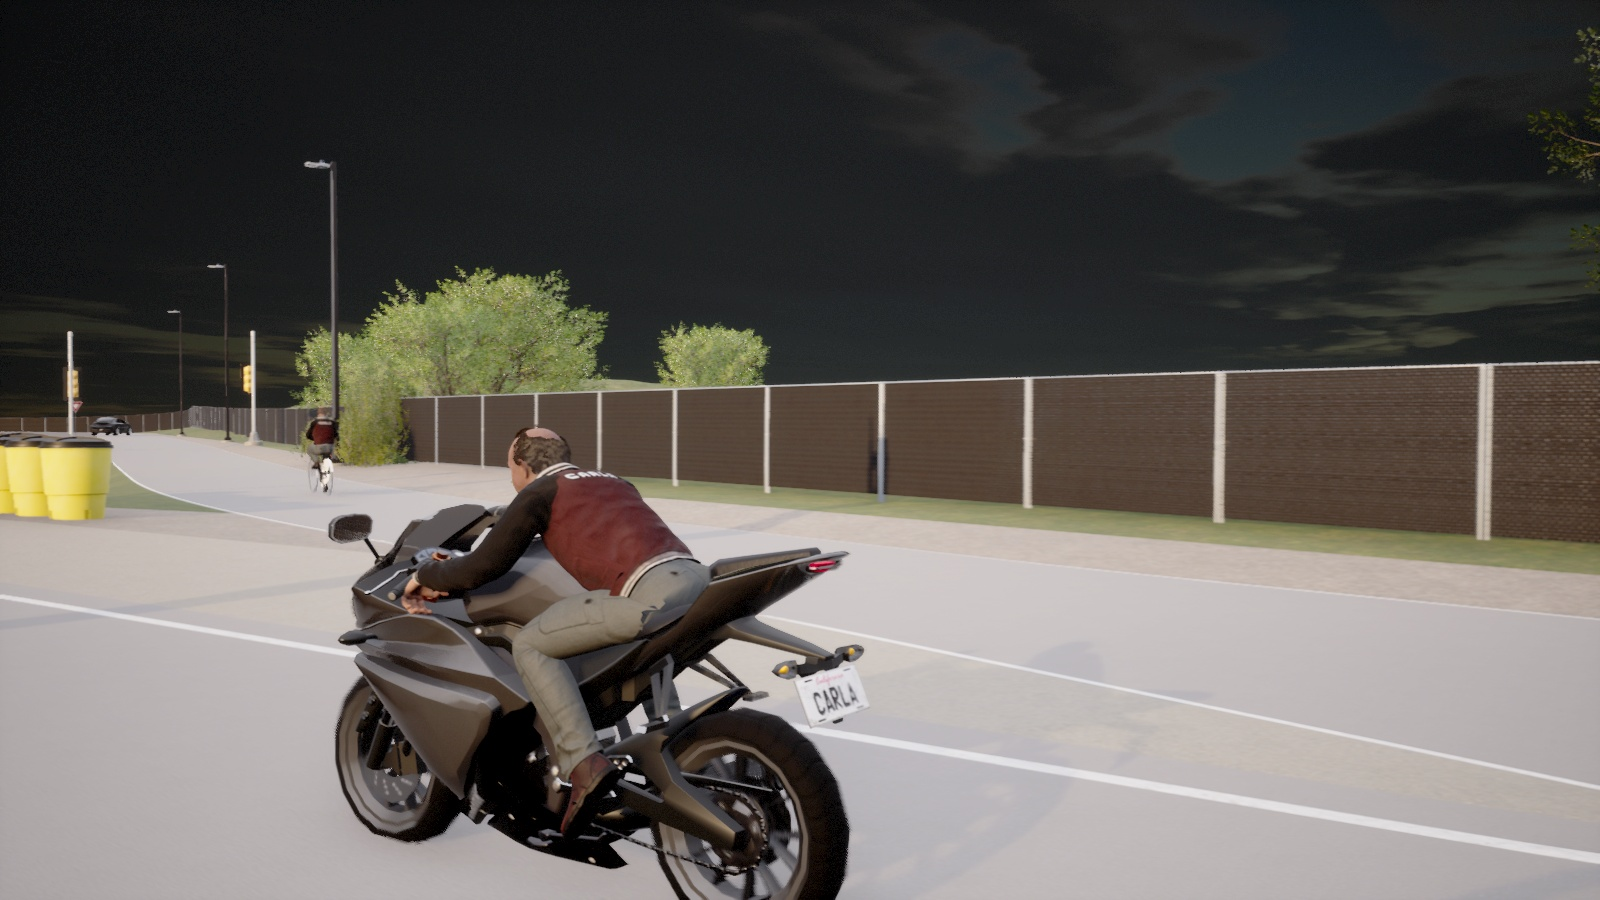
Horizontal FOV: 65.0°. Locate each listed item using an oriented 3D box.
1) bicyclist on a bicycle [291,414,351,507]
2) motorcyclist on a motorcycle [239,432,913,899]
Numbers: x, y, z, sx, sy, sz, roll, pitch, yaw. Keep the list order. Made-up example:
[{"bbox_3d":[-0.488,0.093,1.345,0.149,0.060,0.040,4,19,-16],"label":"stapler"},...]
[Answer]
[{"bbox_3d":[-9.527,0.186,24.936,0.659,1.776,1.843,-2,2,-35],"label":"bicyclist on a bicycle"},{"bbox_3d":[-0.806,0.718,4.160,2.191,1.530,0.866,0,1,34],"label":"motorcyclist on a motorcycle"}]
